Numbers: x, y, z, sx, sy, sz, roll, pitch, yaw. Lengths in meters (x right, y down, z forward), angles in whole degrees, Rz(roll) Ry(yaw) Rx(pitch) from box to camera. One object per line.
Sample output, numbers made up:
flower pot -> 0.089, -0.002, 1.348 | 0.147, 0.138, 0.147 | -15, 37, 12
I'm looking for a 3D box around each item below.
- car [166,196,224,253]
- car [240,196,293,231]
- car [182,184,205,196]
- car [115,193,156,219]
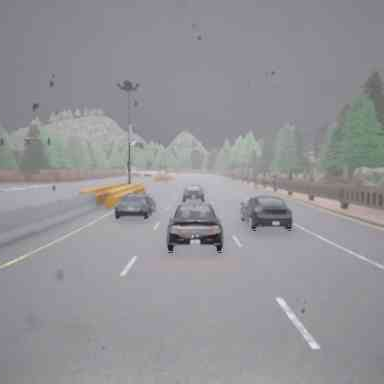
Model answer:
car -> 0.098, 1.169, 12.390 | 2.128, 1.511, 4.902 | 0, 3, 0
car -> 3.599, 0.937, 16.638 | 1.837, 1.490, 4.892 | 0, 4, 0
car -> 0.138, 0.049, 29.301 | 1.812, 1.442, 4.674 | 0, 4, 0
car -> -3.395, 0.729, 20.424 | 1.994, 1.385, 4.181 | 0, 4, 0
